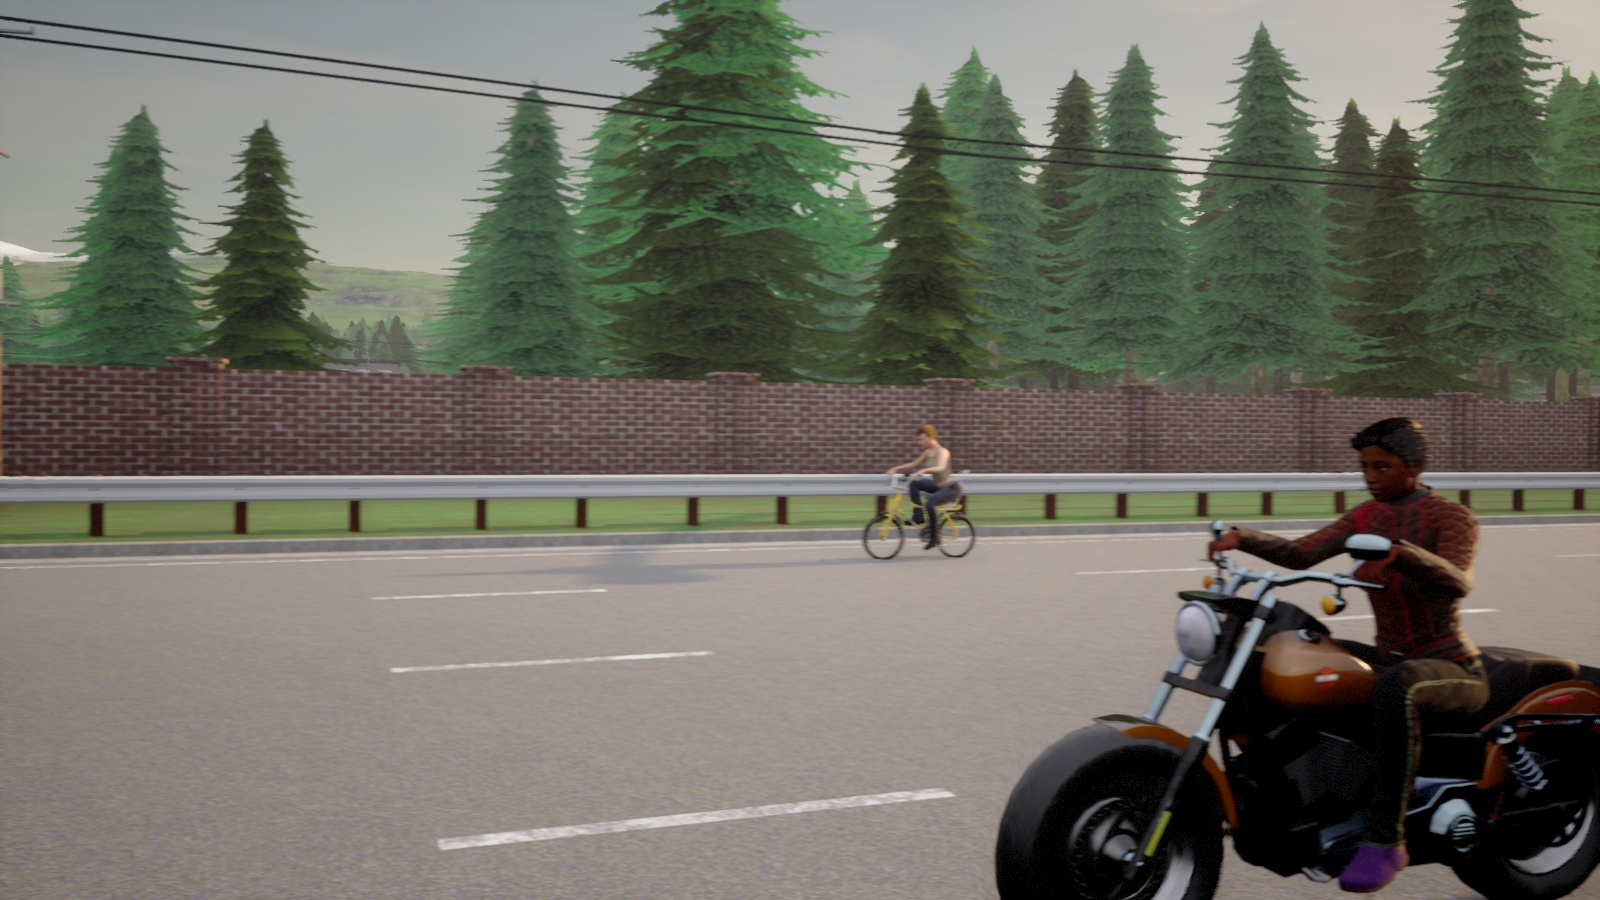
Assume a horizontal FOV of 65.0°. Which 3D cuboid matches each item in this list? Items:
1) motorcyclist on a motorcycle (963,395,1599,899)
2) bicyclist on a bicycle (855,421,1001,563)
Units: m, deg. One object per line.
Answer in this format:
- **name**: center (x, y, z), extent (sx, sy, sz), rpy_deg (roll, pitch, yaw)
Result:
- **motorcyclist on a motorcycle**: center (1.741, 0.666, 3.900), extent (2.350, 1.649, 0.766), rpy_deg (-1, 1, -21)
- **bicyclist on a bicycle**: center (1.526, 0.473, 15.043), extent (1.509, 1.612, 0.866), rpy_deg (-1, 1, -21)
